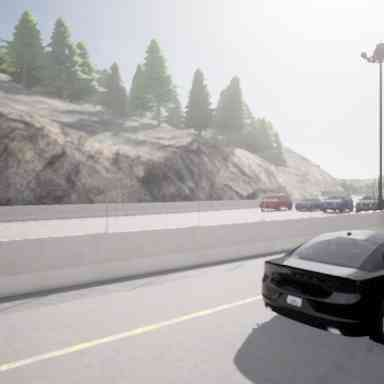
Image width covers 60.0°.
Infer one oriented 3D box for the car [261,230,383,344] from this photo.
[{"bbox_3d":[3.502,1.489,6.521,5.008,1.535,1.882,0,0,-38],"label":"car"}]
